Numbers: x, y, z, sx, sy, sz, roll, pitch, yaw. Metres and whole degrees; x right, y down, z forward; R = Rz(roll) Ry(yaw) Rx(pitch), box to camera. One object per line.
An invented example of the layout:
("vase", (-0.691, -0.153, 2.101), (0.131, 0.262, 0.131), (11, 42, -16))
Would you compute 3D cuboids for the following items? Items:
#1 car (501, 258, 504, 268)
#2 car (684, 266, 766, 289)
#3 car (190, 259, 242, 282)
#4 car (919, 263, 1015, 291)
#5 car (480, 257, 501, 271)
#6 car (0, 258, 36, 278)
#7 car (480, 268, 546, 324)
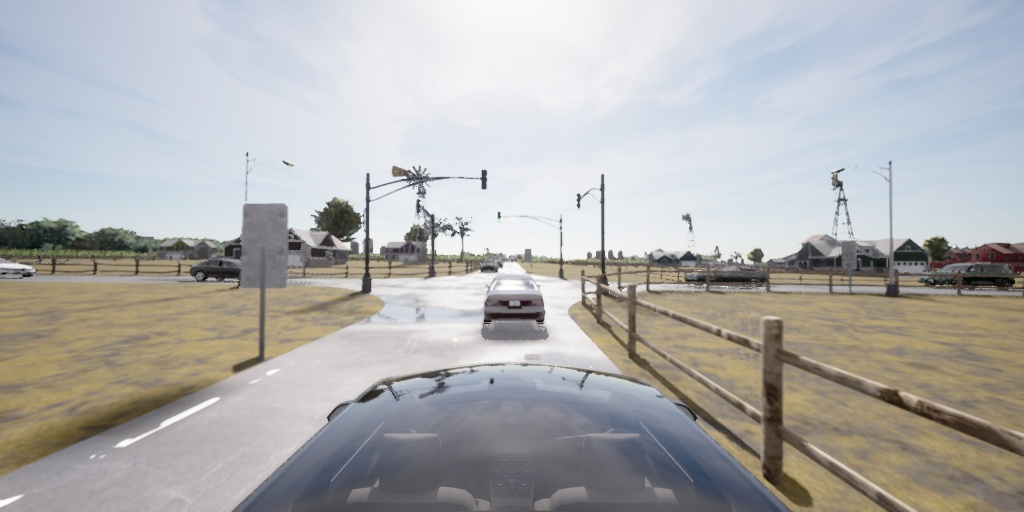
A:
("car", (-2.761, 1.114, 62.930), (2.150, 2.045, 5.566), (0, -1, 0))
("car", (14.620, 1.531, 24.656), (4.718, 1.301, 1.895), (1, -1, 1))
("car", (-19.165, 0.981, 24.566), (4.892, 1.490, 1.837), (2, -1, 0))
("car", (35.648, 1.591, 28.162), (5.566, 2.045, 2.150), (1, -1, 0))
("car", (-2.833, 1.168, 45.650), (2.097, 1.767, 4.553), (0, 0, 0))
("car", (-35.811, 0.819, 24.601), (4.674, 1.442, 1.812), (1, -1, 0))
("car", (0.037, 1.296, 11.975), (2.033, 1.411, 5.357), (0, 0, -1))
